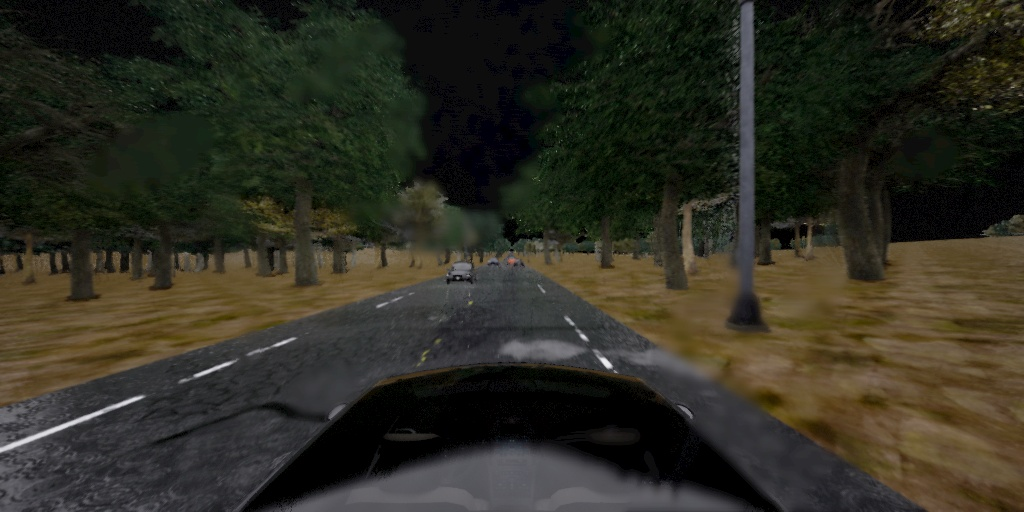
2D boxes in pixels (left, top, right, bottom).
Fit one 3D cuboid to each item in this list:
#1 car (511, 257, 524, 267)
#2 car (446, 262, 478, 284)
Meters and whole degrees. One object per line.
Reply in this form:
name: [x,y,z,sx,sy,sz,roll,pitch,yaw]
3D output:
car: [1.256,1.225,65.320,1.812,1.442,4.674,0,0,0]
car: [-3.575,1.199,26.112,1.837,1.490,4.892,0,0,0]
